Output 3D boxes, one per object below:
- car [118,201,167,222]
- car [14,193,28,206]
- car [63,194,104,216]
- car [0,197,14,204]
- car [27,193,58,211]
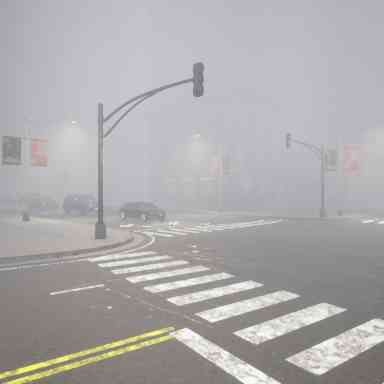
[{"bbox_3d":[-4.004,1.494,26.430,1.837,1.490,4.892,0,0,-44],"label":"car"},{"bbox_3d":[-26.051,1.198,53.403,5.566,2.045,2.150,0,0,45],"label":"car"},{"bbox_3d":[-11.017,1.207,33.459,2.150,2.045,5.566,0,0,-45],"label":"car"},{"bbox_3d":[-33.635,1.532,60.996,1.994,1.385,4.181,0,0,-45],"label":"car"},{"bbox_3d":[-18.112,1.333,40.576,2.097,1.767,4.553,0,0,-45],"label":"car"}]
